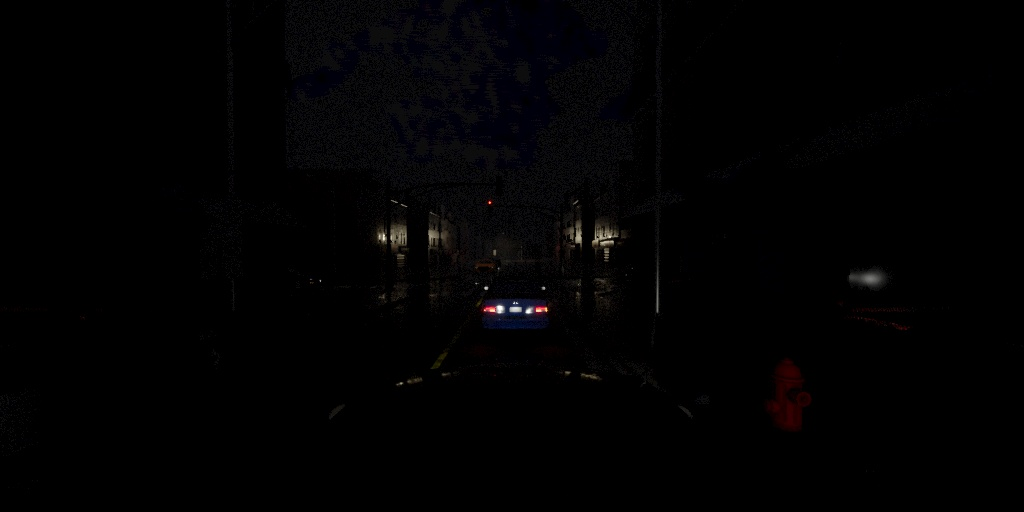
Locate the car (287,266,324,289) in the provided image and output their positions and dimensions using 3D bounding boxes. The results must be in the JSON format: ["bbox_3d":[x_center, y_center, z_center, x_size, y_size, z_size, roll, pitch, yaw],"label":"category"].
[{"bbox_3d":[-14.800,1.378,23.102,4.892,1.490,1.837,0,1,-2],"label":"car"}]

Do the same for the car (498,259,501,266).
[{"bbox_3d":[-2.852,1.041,48.936,1.837,1.490,4.892,0,0,0],"label":"car"}]

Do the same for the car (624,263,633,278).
[{"bbox_3d":[10.572,0.732,26.162,4.553,1.767,2.097,-2,1,1],"label":"car"}]

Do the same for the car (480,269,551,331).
[{"bbox_3d":[0.088,1.286,10.842,2.033,1.411,5.357,0,0,0],"label":"car"}]

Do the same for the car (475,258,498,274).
[{"bbox_3d":[-2.851,1.082,38.707,1.882,1.535,5.008,0,0,0],"label":"car"}]
